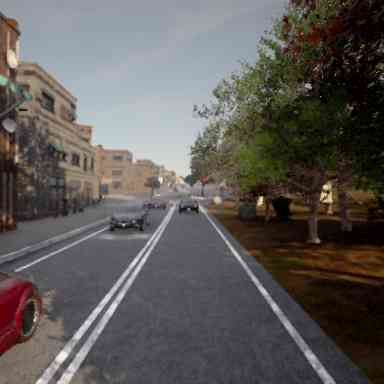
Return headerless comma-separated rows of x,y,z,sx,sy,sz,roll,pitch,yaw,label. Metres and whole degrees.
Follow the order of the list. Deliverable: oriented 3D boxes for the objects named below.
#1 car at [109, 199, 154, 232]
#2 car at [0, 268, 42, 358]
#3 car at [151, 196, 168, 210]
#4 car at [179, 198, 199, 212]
-3.522,1.390,19.438,1.837,1.490,4.892,0,1,-1,car
-3.373,1.555,3.610,1.994,1.385,4.181,0,0,0,car
-3.779,1.202,37.148,1.837,1.490,4.892,0,1,-1,car
-0.354,1.269,33.473,1.895,1.301,4.718,0,3,-2,car
